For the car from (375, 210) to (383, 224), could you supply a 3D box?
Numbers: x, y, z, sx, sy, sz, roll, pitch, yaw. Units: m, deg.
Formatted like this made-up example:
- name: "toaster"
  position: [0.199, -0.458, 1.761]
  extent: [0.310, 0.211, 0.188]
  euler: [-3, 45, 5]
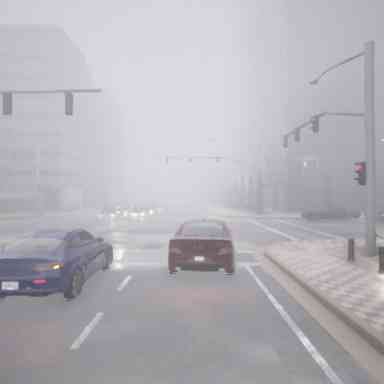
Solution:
- name: "car"
  position: [16.296, 1.747, 25.616]
  extent: [4.902, 1.511, 2.128]
  euler: [0, -1, 0]

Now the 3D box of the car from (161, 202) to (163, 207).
- name: "car"
  position: [-6.965, 2.404, 66.447]
  extent: [1.895, 1.301, 4.718]
  euler: [0, -1, 0]

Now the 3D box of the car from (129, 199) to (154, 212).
- name: "car"
  position: [-7.067, 2.059, 46.851]
  extent: [2.128, 1.511, 4.902]
  euler: [0, -1, 0]

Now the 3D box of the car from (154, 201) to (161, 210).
- name: "car"
  position: [-7.044, 2.171, 56.158]
  extent: [2.128, 1.511, 4.902]
  euler: [0, -1, 0]

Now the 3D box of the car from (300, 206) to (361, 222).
- name: "car"
  position: [12.002, 1.899, 29.155]
  extent: [4.718, 1.301, 1.895]
  euler: [0, -1, 1]

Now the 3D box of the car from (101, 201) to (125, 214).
- name: "car"
  position: [-10.571, 2.035, 43.761]
  extent: [1.837, 1.490, 4.892]
  euler: [0, -1, 0]

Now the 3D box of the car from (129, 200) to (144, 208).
- name: "car"
  position: [-10.497, 2.326, 62.984]
  extent: [1.994, 1.385, 4.181]
  euler: [0, -1, 1]

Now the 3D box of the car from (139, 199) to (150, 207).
- name: "car"
  position: [-10.454, 2.365, 73.372]
  extent: [1.882, 1.535, 5.008]
  euler: [0, -1, 0]

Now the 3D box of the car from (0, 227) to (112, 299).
- name: "car"
  position: [-3.407, 1.631, 8.578]
  extent: [1.812, 1.442, 4.674]
  euler: [0, -1, 0]

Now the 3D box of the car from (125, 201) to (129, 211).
- name: "car"
  position: [-10.555, 2.133, 52.988]
  extent: [2.128, 1.511, 4.902]
  euler: [0, -1, 0]

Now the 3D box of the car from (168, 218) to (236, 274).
- name: "car"
  position: [0.445, 1.611, 11.146]
  extent: [1.882, 1.535, 5.008]
  euler: [0, 0, 6]
